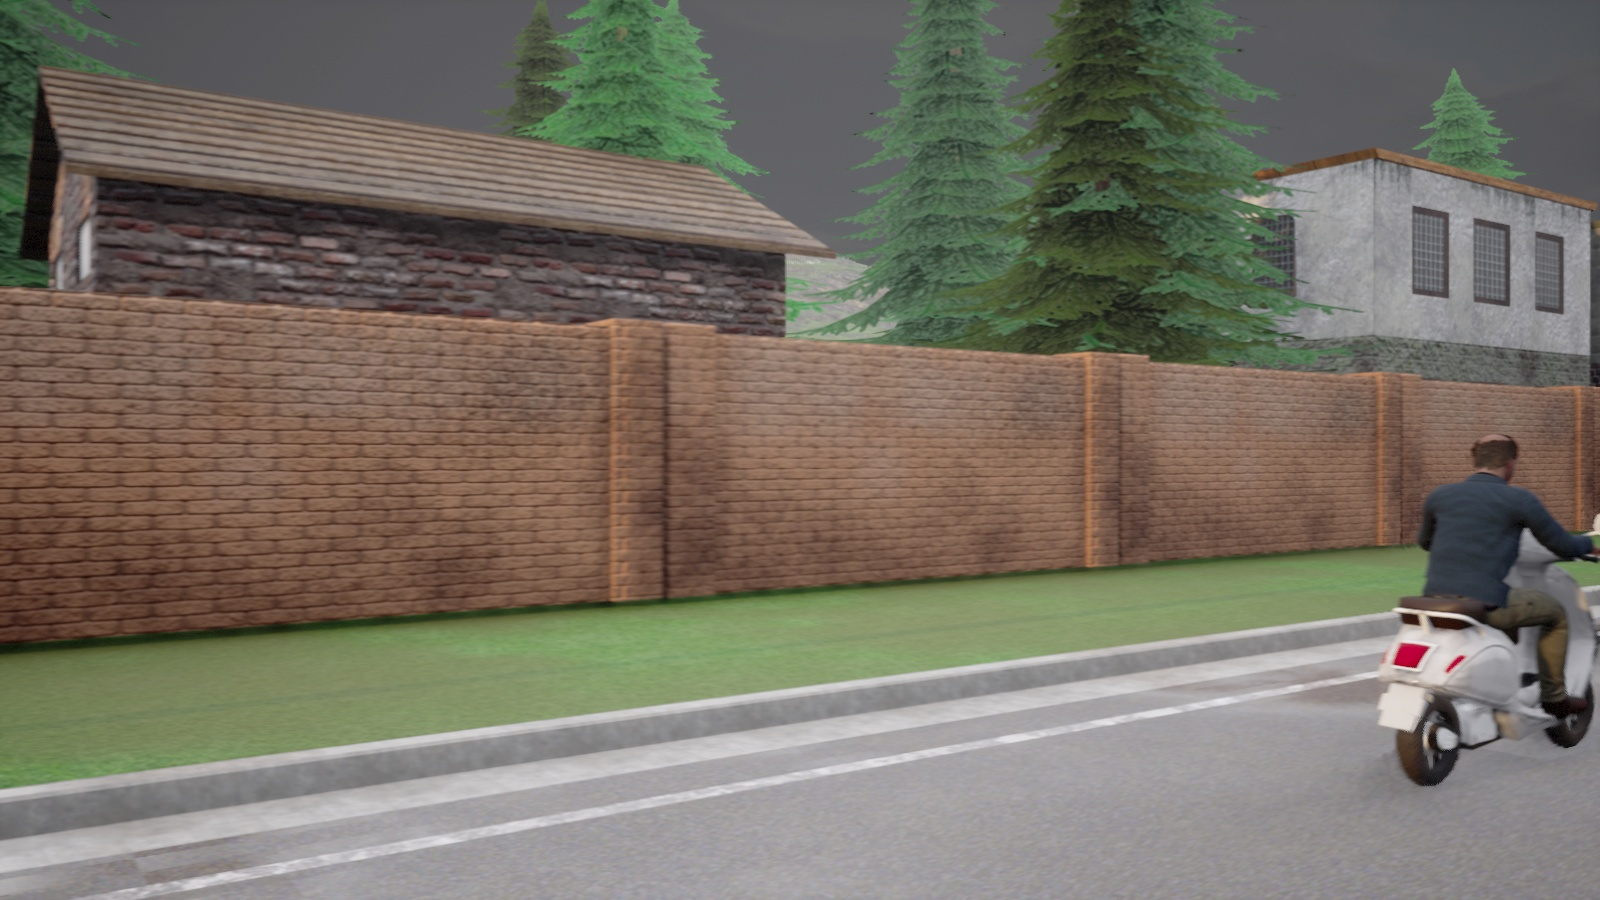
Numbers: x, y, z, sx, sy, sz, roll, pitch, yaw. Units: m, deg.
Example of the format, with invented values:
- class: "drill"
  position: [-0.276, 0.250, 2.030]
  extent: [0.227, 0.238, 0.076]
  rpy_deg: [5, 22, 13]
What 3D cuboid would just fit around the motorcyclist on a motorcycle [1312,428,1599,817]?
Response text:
- class: "motorcyclist on a motorcycle"
  position: [3.381, 0.706, 6.013]
  extent: [1.817, 1.590, 0.866]
  rpy_deg: [0, 0, -35]
